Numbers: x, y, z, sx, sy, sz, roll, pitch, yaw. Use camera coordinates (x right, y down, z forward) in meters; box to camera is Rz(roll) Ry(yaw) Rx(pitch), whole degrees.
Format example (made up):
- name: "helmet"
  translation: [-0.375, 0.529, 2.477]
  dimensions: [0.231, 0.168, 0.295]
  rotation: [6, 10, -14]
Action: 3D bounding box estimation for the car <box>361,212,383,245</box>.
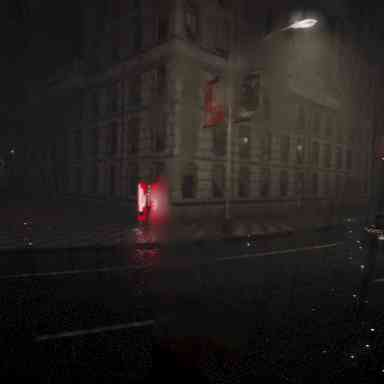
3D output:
- name: "car"
  translation: [8.542, 1.365, 13.312]
  dimensions: [4.674, 1.442, 1.812]
  rotation: [0, 2, -40]
